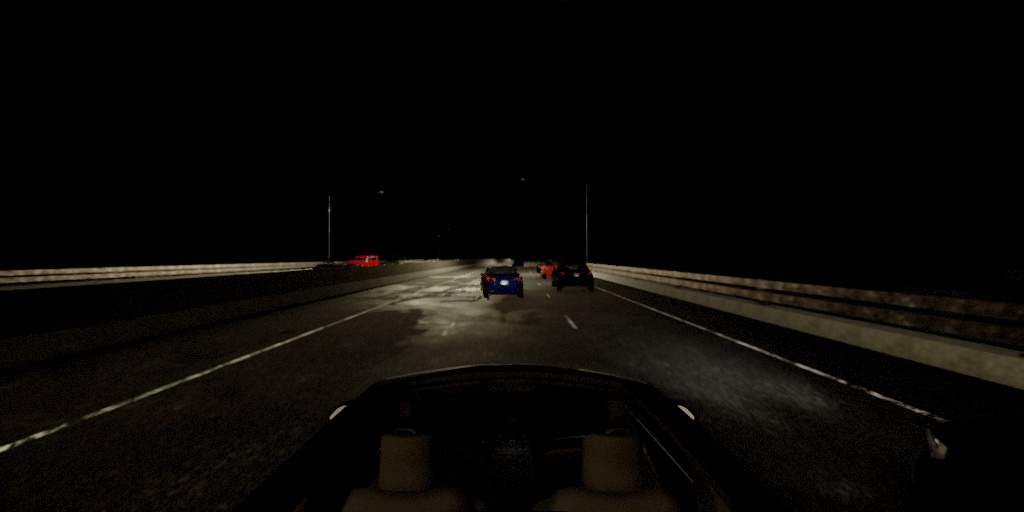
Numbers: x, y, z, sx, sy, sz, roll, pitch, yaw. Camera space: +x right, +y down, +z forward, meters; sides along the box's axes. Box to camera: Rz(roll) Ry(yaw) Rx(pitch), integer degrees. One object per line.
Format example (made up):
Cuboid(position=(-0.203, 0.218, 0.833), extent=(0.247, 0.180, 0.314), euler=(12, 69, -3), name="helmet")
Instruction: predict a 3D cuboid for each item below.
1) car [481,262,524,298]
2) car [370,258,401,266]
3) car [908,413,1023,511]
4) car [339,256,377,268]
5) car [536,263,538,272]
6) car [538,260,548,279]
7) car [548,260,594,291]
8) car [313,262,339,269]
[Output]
Cuboid(position=(-0.545, 1.251, 18.564), extent=(2.163, 1.488, 4.792), euler=(0, 0, -6), name="car")
Cuboid(position=(-13.647, 1.246, 40.132), extent=(1.882, 1.535, 5.008), euler=(0, 0, 2), name="car")
Cuboid(position=(3.497, 1.246, 0.266), extent=(2.128, 1.511, 4.902), euler=(0, 0, 0), name="car")
Cuboid(position=(-17.120, 0.992, 41.235), extent=(2.150, 2.045, 5.566), euler=(0, 0, 2), name="car")
Cuboid(position=(4.010, 1.353, 43.953), extent=(1.994, 1.385, 4.181), euler=(0, 0, 1), name="car")
Cuboid(position=(3.777, 1.118, 33.003), extent=(2.097, 1.767, 4.553), euler=(0, 0, 1), name="car")
Cuboid(position=(3.615, 1.105, 22.082), extent=(2.097, 1.767, 4.553), euler=(0, 0, 1), name="car")
Cuboid(position=(-20.630, 1.329, 40.577), extent=(1.994, 1.385, 4.181), euler=(0, 0, 2), name="car")
